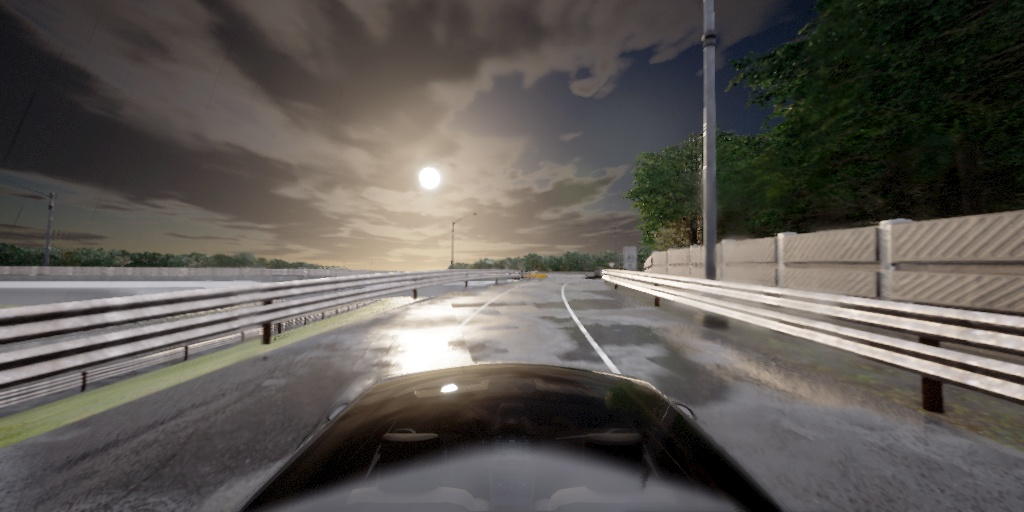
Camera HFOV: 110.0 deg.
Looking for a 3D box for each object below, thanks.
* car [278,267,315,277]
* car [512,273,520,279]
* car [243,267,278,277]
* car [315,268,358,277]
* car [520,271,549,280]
[{"bbox_3d":[-25.346,2.107,44.047,5.008,1.535,1.882,2,-3,-24],"label":"car"},{"bbox_3d":[2.751,3.608,64.915,1.895,1.301,4.718,-3,-4,44],"label":"car"},{"bbox_3d":[-31.152,2.111,45.303,4.674,1.442,1.812,2,-3,-24],"label":"car"},{"bbox_3d":[-20.314,2.134,42.500,4.674,1.442,1.812,2,-3,-27],"label":"car"},{"bbox_3d":[4.238,3.302,61.574,1.882,1.535,5.008,-2,-4,45],"label":"car"}]
